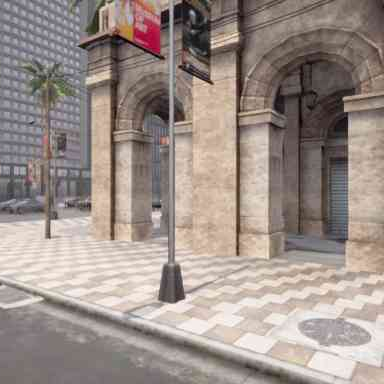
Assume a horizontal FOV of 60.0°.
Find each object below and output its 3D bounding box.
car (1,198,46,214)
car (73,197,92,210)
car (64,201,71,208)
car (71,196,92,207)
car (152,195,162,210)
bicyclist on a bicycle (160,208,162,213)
[{"bbox_3d":[-17.418,1.564,35.396,1.994,1.385,4.181,0,0,36],"label":"car"},{"bbox_3d":[-12.285,1.601,42.571,1.895,1.301,4.718,0,0,35],"label":"car"},{"bbox_3d":[-16.192,1.513,48.434,2.161,1.482,4.786,0,0,35],"label":"car"},{"bbox_3d":[-13.915,1.352,46.300,2.097,1.767,4.553,0,0,35],"label":"car"},{"bbox_3d":[-5.023,1.491,40.345,2.128,1.511,4.902,0,0,36],"label":"car"},{"bbox_3d":[-2.370,1.300,31.537,1.656,1.620,0.582,0,0,36],"label":"bicyclist on a bicycle"}]
